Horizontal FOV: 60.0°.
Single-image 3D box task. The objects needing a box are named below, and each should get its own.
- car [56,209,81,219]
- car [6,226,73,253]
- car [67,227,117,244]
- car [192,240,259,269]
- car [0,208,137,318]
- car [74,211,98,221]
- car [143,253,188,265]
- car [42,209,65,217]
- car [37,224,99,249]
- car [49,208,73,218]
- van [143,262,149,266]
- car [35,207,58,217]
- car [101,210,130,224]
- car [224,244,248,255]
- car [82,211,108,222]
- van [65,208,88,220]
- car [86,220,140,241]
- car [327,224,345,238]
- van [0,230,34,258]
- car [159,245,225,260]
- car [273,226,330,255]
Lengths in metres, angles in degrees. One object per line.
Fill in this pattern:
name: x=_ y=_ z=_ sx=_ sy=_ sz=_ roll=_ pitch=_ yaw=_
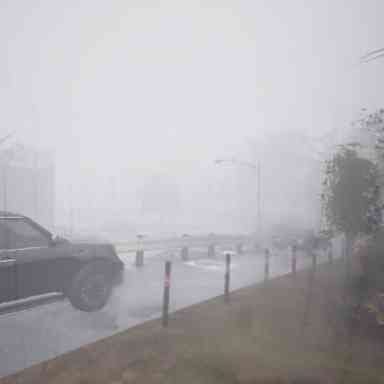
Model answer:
car: x=-25.160 y=4.522 z=68.022 sx=2.097 sy=1.535 sz=5.008 roll=0 pitch=1 yaw=19
car: x=-14.401 y=4.422 z=31.412 sx=5.566 sy=2.045 sz=2.435 roll=-1 pitch=-1 yaw=17
car: x=-10.815 y=4.700 z=36.130 sx=4.792 sy=1.488 sz=2.163 roll=-1 pitch=-1 yaw=17
car: x=2.601 y=4.784 z=25.775 sx=4.792 sy=1.488 sz=2.163 roll=1 pitch=0 yaw=17
car: x=-3.796 y=1.286 z=5.790 sx=2.150 sy=2.045 sz=5.566 roll=0 pitch=-1 yaw=38
car: x=-20.487 y=4.590 z=64.255 sx=2.002 sy=1.452 sz=4.674 roll=0 pitch=1 yaw=19
car: x=-2.886 y=4.632 z=18.537 sx=4.553 sy=1.767 sz=2.185 roll=1 pitch=1 yaw=17
car: x=-29.849 y=4.536 z=71.784 sx=2.002 sy=1.452 sz=4.674 roll=0 pitch=1 yaw=19
car: x=-12.607 y=4.421 z=33.766 sx=5.566 sy=2.045 sz=2.435 roll=0 pitch=-1 yaw=17
car: x=-27.526 y=4.383 z=69.871 sx=2.185 sy=1.767 sz=4.553 roll=0 pitch=1 yaw=19
van: x=-4.632 y=4.533 z=16.117 sx=4.442 sy=1.987 sz=1.878 roll=1 pitch=0 yaw=17
car: x=-32.171 y=4.357 z=73.696 sx=2.185 sy=1.767 sz=4.553 roll=0 pitch=1 yaw=19
car: x=-13.442 y=4.340 z=58.596 sx=2.435 sy=2.045 sz=5.566 roll=0 pitch=1 yaw=19
car: x=0.775 y=4.504 z=23.365 sx=5.566 sy=2.045 sz=2.435 roll=1 pitch=0 yaw=17
car: x=-18.078 y=4.558 z=62.557 sx=1.946 sy=1.575 sz=5.366 roll=0 pitch=1 yaw=19
van: x=-22.859 y=4.312 z=66.022 sx=1.878 sy=1.987 sz=4.442 roll=0 pitch=1 yaw=19
car: x=-9.080 y=4.419 z=38.476 sx=5.566 sy=2.045 sz=2.435 roll=0 pitch=0 yaw=17
car: x=16.058 y=3.816 z=35.848 sx=2.150 sy=2.045 sz=5.566 roll=0 pitch=-4 yaw=12
van: x=-16.333 y=4.449 z=29.090 sx=4.442 sy=1.987 sz=1.878 roll=0 pitch=0 yaw=17
car: x=-1.111 y=4.504 z=20.954 sx=5.566 sy=2.045 sz=2.435 roll=1 pitch=1 yaw=17
car: x=6.464 y=2.780 z=19.162 sx=1.895 sy=1.301 sz=4.718 roll=0 pitch=-4 yaw=38
